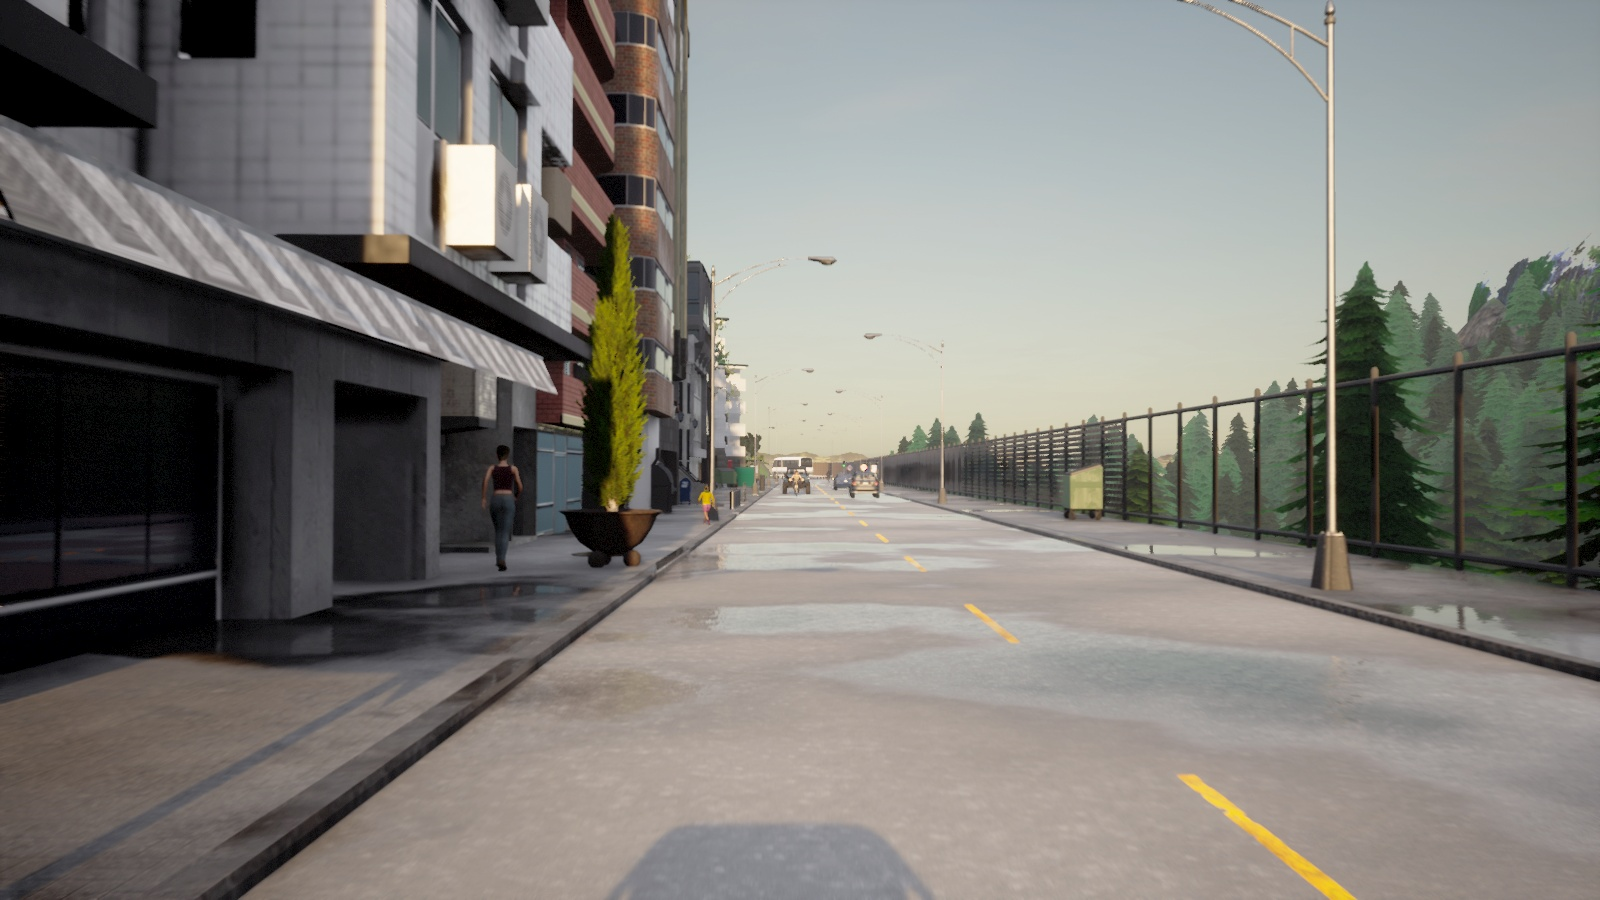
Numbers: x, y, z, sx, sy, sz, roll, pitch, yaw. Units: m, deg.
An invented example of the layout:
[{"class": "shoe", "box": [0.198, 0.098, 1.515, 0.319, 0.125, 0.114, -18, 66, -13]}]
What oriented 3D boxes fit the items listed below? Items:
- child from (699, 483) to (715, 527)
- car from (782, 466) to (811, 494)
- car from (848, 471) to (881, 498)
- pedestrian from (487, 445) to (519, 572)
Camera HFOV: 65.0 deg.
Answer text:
[{"class": "child", "box": [-2.512, 1.482, 33.904, 0.299, 1.160, 0.473, 0, -1, -23]}, {"class": "car", "box": [-0.219, 2.039, 85.299, 1.905, 1.878, 3.866, 0, -1, 0]}, {"class": "car", "box": [3.807, 2.030, 74.807, 1.789, 1.549, 3.705, 0, -1, 0]}, {"class": "pedestrian", "box": [-4.363, 0.851, 18.461, 0.345, 1.836, 0.594, 0, -1, -2]}]
